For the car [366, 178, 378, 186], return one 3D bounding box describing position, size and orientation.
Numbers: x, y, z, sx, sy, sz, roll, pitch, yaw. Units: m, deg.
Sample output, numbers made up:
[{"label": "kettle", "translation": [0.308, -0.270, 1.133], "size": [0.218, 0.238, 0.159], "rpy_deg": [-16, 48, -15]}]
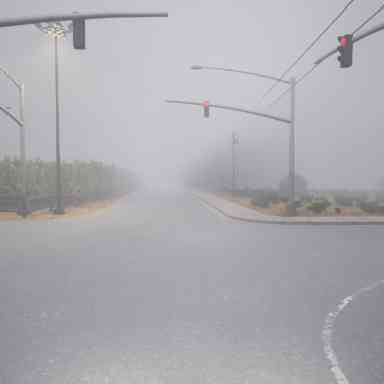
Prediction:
[{"label": "car", "translation": [42.120, -2.271, 77.572], "size": [1.905, 1.878, 3.866], "rpy_deg": [10, 10, 41]}]
